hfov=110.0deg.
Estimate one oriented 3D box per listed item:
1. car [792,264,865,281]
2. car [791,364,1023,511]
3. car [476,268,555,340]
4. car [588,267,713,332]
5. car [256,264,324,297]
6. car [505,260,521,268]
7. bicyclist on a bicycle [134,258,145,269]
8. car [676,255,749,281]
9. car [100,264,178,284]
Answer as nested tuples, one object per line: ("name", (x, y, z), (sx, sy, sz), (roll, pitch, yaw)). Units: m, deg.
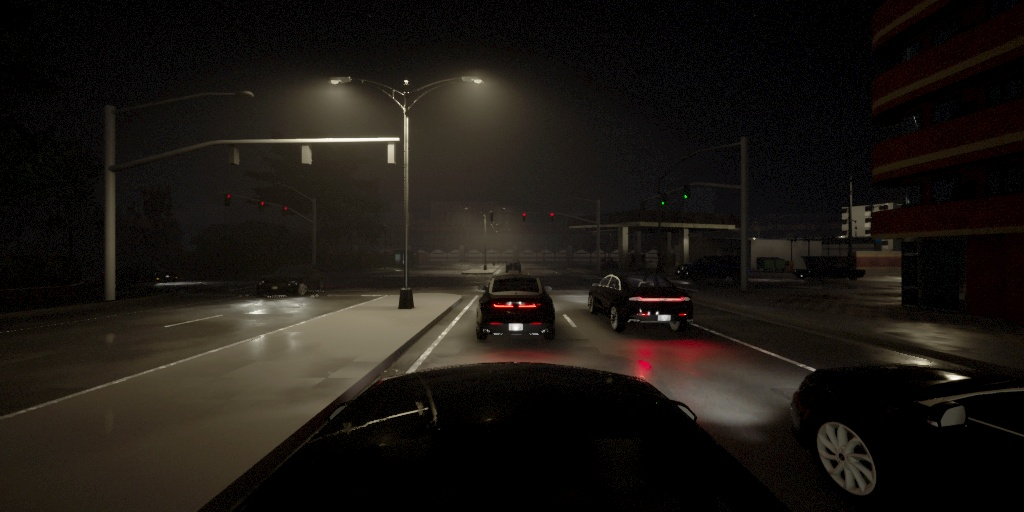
("car", (26.414, 1.351, 30.001), (4.718, 1.301, 1.895), (0, 0, -1))
("car", (3.600, 1.255, 1.452), (1.837, 1.490, 4.892), (0, 0, 0))
("car", (0.094, 1.255, 10.004), (1.837, 1.490, 4.892), (0, 0, 0))
("car", (3.601, 1.242, 10.860), (2.128, 1.511, 4.902), (0, 0, 0))
("car", (-11.683, 1.228, 19.299), (1.882, 1.535, 5.008), (1, 0, -12))
("car", (0.163, 1.241, 46.130), (2.128, 1.511, 4.902), (0, 0, 0))
("bicyclist on a bicycle", (-38.235, 1.053, 36.726), (0.582, 1.620, 1.656), (0, 0, 0))
("car", (16.627, 0.972, 29.858), (5.566, 2.045, 2.150), (0, 0, -1))
("car", (-27.283, 1.314, 26.310), (4.181, 1.385, 1.994), (0, 0, 0))
